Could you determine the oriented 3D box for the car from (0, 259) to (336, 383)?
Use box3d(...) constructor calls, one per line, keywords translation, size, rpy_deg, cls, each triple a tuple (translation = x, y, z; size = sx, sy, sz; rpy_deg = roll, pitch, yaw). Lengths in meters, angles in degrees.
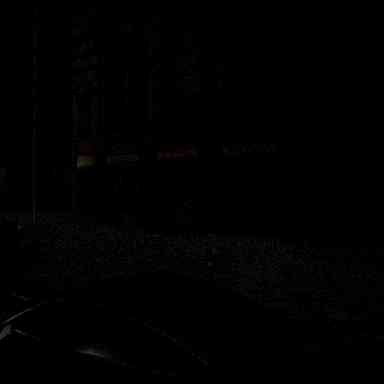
box3d(translation=(-0.769, 1.566, 3.503), size=(4.313, 1.339, 1.947), rpy_deg=(0, 0, 35), cls="car")
